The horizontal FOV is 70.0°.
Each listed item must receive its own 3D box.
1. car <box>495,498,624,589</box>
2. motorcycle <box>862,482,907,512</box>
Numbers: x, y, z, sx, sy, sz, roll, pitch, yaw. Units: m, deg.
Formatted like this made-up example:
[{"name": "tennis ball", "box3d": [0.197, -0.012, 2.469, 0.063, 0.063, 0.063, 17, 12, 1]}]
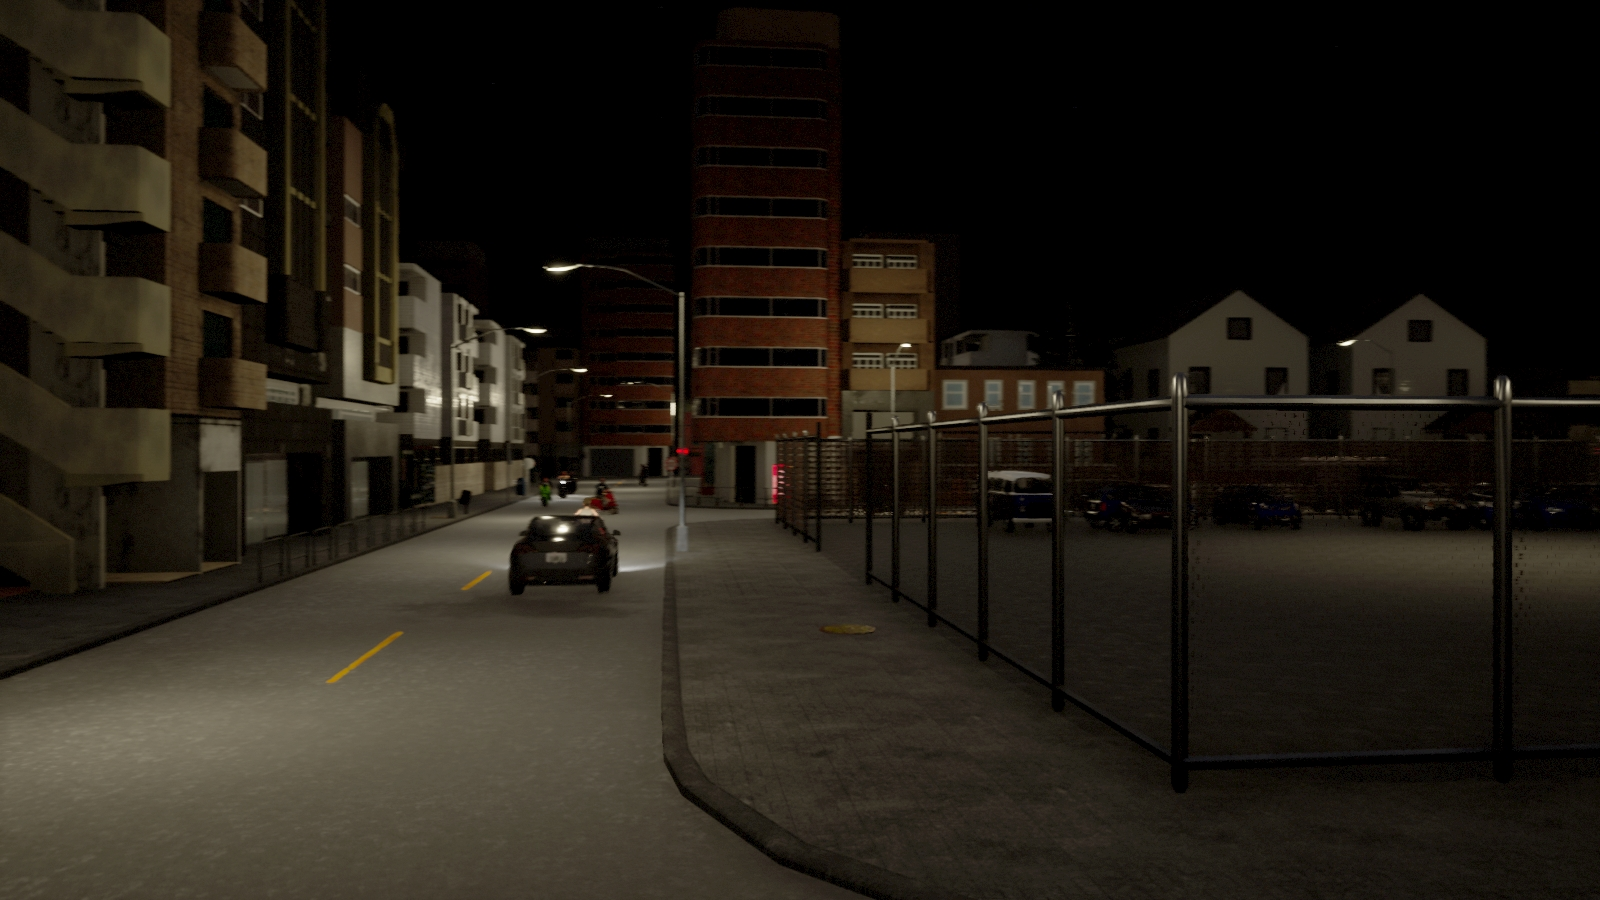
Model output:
[{"name": "car", "box3d": [-4.872, 1.852, 23.815, 2.163, 1.488, 4.792, 0, 0, -6]}, {"name": "motorcycle", "box3d": [3.611, 1.983, 48.750, 1.805, 1.236, 0.856, 0, 0, -5]}]
